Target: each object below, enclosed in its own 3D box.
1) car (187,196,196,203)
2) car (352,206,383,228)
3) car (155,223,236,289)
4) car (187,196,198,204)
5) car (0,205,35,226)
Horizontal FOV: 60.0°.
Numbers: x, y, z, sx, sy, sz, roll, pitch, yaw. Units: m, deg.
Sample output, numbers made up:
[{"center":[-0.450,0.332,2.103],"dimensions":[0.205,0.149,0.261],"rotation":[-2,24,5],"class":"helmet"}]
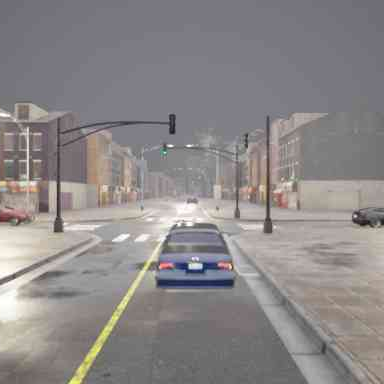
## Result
[{"center":[-0.069,1.670,75.662],"dimensions":[1.882,1.535,5.008],"rotation":[0,0,0],"class":"car"},{"center":[12.331,1.555,20.857],"dimensions":[4.313,1.339,1.947],"rotation":[0,0,0],"class":"car"},{"center":[0.071,1.565,9.288],"dimensions":[2.033,1.411,5.357],"rotation":[0,0,0],"class":"car"},{"center":[0.040,1.514,66.003],"dimensions":[2.097,1.767,4.553],"rotation":[0,0,0],"class":"car"},{"center":[-13.568,1.609,23.396],"dimensions":[4.674,1.442,1.812],"rotation":[0,0,0],"class":"car"}]
